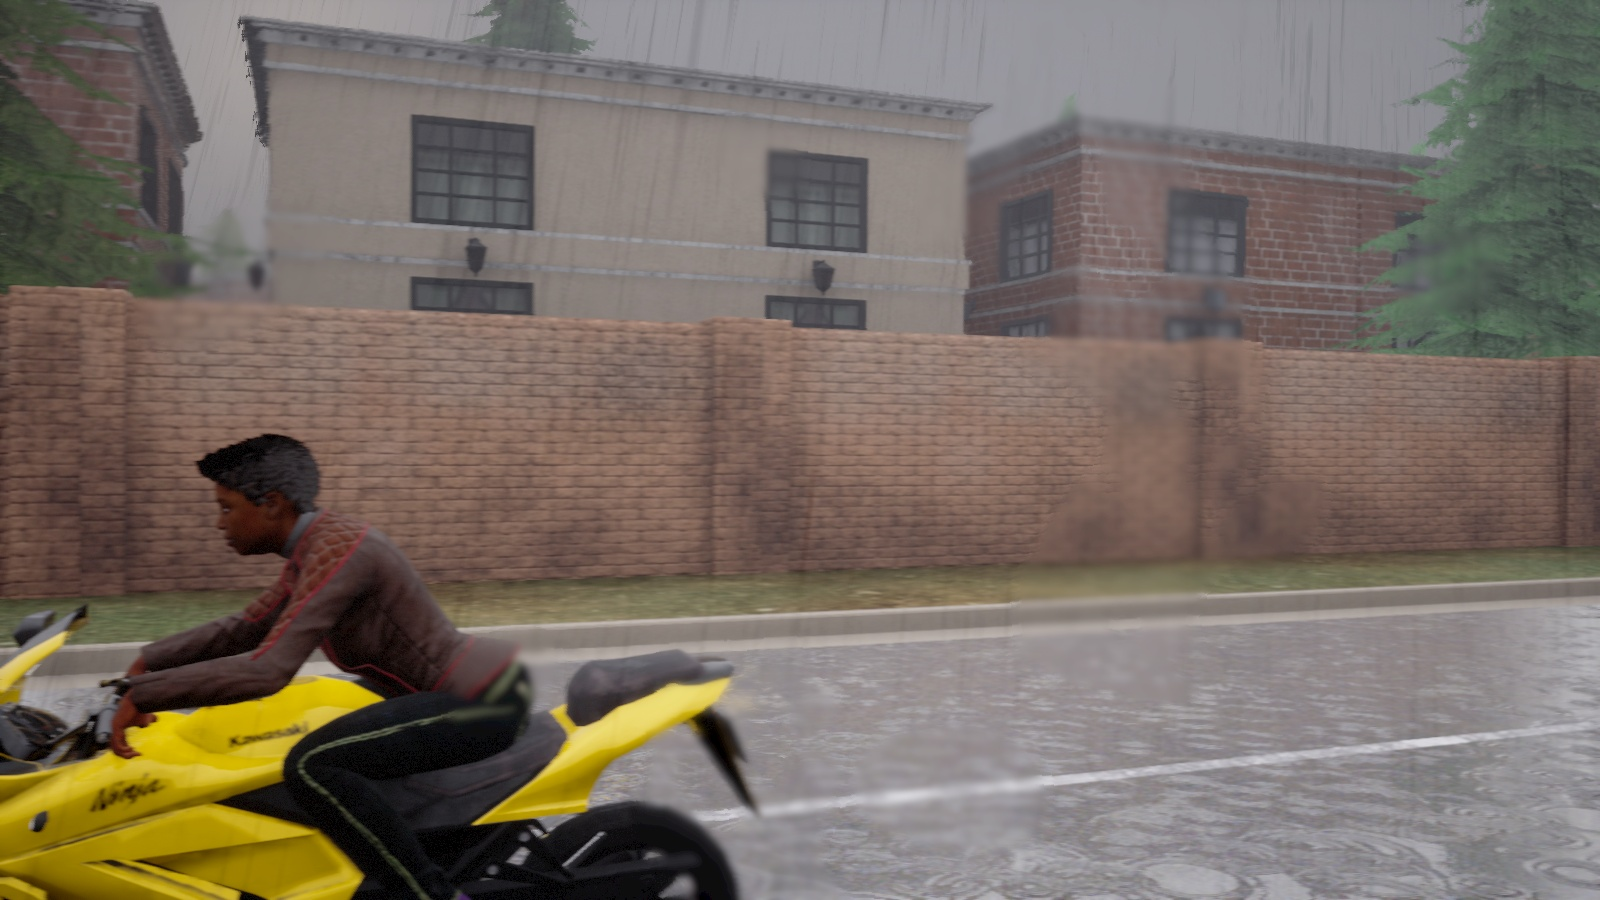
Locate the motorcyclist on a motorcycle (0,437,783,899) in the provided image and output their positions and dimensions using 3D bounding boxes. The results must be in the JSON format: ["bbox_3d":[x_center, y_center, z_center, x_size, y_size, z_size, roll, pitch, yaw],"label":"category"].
[{"bbox_3d":[-1.137,0.747,2.807,2.044,1.523,0.797,-1,1,-21],"label":"motorcyclist on a motorcycle"}]
